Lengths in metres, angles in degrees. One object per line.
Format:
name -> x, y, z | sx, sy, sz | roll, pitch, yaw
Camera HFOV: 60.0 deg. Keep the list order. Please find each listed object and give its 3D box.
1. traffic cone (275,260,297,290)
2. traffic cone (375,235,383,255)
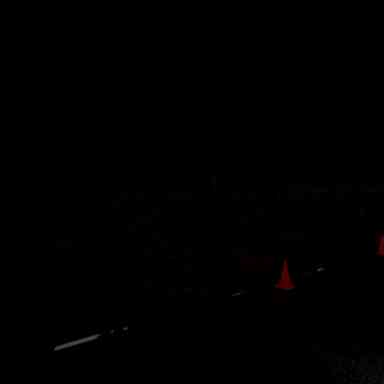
traffic cone -> 2.047, 1.783, 7.281 | 0.340, 0.580, 0.340 | -2, 1, -37
traffic cone -> 5.913, 1.641, 10.331 | 0.340, 0.580, 0.340 | -2, 1, -39
